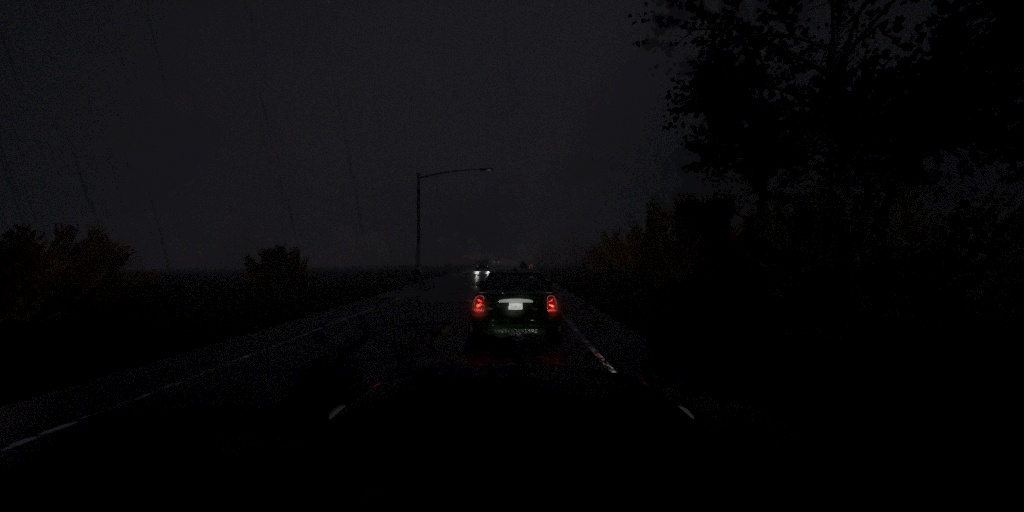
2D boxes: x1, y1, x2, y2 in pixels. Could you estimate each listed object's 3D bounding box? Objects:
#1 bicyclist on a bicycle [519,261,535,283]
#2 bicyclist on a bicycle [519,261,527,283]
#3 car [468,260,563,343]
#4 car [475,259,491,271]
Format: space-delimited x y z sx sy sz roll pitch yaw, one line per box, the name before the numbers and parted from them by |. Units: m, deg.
bicyclist on a bicycle | 0.903 1.181 17.152 0.866 1.612 1.509 0 0 0
bicyclist on a bicycle | 0.839 1.193 27.269 0.582 1.620 1.656 0 0 0
car | 0.072 1.099 9.808 2.097 1.767 4.553 0 0 0
car | -3.931 1.242 48.813 1.837 1.490 4.892 0 0 -1
